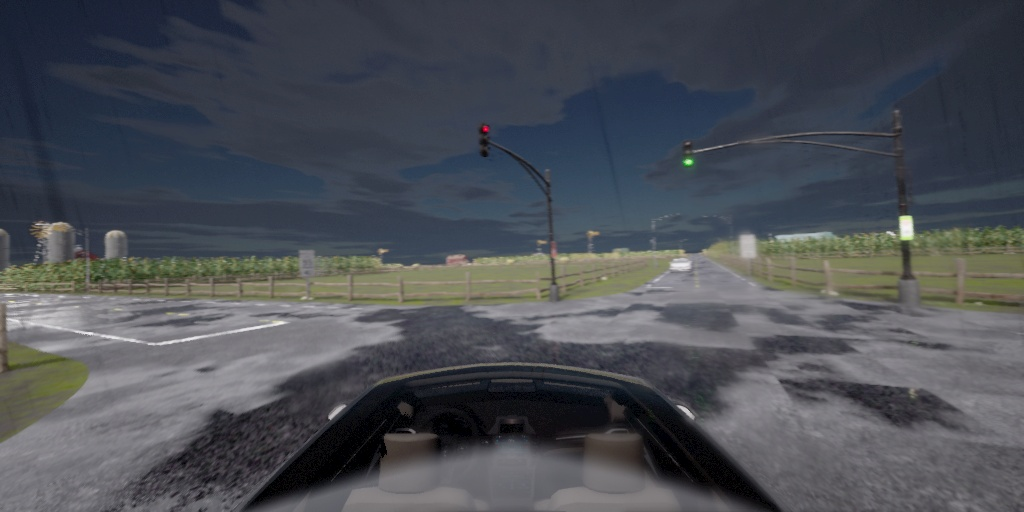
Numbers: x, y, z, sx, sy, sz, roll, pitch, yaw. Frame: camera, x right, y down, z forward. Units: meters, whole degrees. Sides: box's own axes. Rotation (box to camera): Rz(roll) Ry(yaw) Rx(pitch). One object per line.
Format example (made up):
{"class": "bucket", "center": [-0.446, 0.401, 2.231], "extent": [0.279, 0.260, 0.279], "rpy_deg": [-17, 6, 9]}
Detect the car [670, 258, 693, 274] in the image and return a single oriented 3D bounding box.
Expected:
{"class": "car", "center": [17.177, 0.971, 36.515], "extent": [1.812, 1.442, 4.674], "rpy_deg": [-4, -1, 27]}
